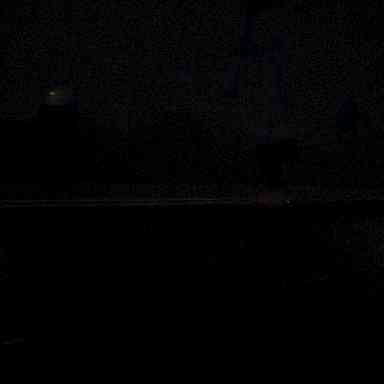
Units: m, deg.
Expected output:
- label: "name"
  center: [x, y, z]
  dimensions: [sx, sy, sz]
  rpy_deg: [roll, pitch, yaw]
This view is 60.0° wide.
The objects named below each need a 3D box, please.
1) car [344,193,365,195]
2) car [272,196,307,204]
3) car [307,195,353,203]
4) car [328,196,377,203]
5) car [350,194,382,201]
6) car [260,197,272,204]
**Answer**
- label: "car"
  center: [25.186, 1.130, 52.450]
  dimensions: [5.566, 2.045, 2.150]
  rpy_deg: [0, 0, -31]
- label: "car"
  center: [12.550, 1.265, 40.792]
  dimensions: [4.553, 1.767, 2.097]
  rpy_deg: [0, 0, -31]
- label: "car"
  center: [16.267, 1.420, 38.943]
  dimensions: [4.902, 1.511, 2.128]
  rpy_deg: [0, 0, -31]
- label: "car"
  center: [17.132, 1.445, 35.383]
  dimensions: [4.892, 1.490, 1.837]
  rpy_deg: [1, 0, -31]
- label: "car"
  center: [25.957, 1.412, 48.853]
  dimensions: [4.902, 1.511, 2.128]
  rpy_deg: [0, 0, -31]
- label: "car"
  center: [11.114, 1.380, 44.009]
  dimensions: [5.008, 1.535, 1.882]
  rpy_deg: [0, 0, -31]
